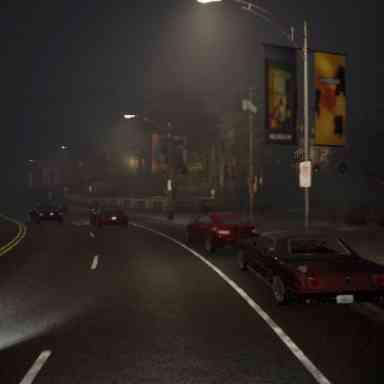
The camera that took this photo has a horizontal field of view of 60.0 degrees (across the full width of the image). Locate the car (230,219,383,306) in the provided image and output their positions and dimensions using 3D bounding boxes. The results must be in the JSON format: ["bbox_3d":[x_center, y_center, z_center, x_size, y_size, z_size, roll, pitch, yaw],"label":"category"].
[{"bbox_3d":[2.444,1.585,8.031,1.895,1.301,4.718,0,0,-6],"label":"car"}]

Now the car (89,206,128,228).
[{"bbox_3d":[-5.707,1.604,22.506,1.994,1.385,4.181,0,0,-25],"label":"car"}]

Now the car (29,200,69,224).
[{"bbox_3d":[-11.268,1.620,25.577,2.033,1.411,5.357,0,0,-33],"label":"car"}]

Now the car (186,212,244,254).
[{"bbox_3d":[1.096,1.519,13.601,2.002,1.452,4.674,0,0,-16],"label":"car"}]
